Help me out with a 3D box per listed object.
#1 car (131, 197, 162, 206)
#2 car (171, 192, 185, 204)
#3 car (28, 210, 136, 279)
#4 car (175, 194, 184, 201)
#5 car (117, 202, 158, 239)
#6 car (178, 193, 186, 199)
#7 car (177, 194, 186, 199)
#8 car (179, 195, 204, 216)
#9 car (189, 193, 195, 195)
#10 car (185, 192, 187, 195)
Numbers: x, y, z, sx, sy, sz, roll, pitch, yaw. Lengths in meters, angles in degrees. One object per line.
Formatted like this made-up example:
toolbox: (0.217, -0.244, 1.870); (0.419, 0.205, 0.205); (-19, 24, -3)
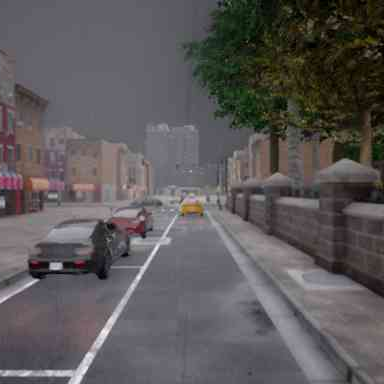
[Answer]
car: (-6.244, 1.324, 45.234); (4.181, 1.385, 1.994); (0, 0, 10)
car: (-2.639, 1.224, 56.466); (1.752, 1.417, 4.829); (0, 0, 0)
car: (-3.023, 1.471, 9.699); (1.812, 1.442, 4.674); (0, 0, 0)
car: (-2.639, 1.142, 72.822); (1.752, 1.417, 4.829); (0, 0, 0)
car: (-3.023, 1.432, 16.699); (1.812, 1.442, 4.674); (0, 0, 0)
car: (-2.639, 1.087, 89.348); (2.008, 1.369, 4.403); (0, 0, 0)
car: (-2.639, 1.129, 83.896); (1.947, 1.339, 4.313); (0, 0, 0)
car: (0.046, 1.312, 30.159); (1.882, 1.535, 5.008); (0, 0, 0)
car: (0.001, 1.076, 84.304); (1.895, 1.301, 4.718); (0, 0, 0)
car: (-2.639, 0.985, 62.087); (2.192, 1.841, 5.009); (0, 0, 0)
